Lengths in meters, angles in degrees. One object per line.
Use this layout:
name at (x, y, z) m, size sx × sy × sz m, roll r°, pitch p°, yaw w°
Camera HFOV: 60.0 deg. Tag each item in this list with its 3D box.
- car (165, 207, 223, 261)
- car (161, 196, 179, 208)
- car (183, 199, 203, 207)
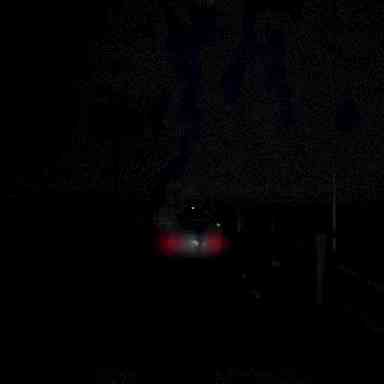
car at (0.073, 1.510, 12.006) m, size 2.033 × 1.411 × 5.357 m, roll 0°, pitch 0°, yaw 0°
car at (-2.826, 1.226, 42.765) m, size 1.812 × 1.442 × 4.674 m, roll 0°, pitch 1°, yaw 0°
car at (0.096, 1.375, 31.843) m, size 1.994 × 1.385 × 4.181 m, roll 0°, pitch 0°, yaw 0°
